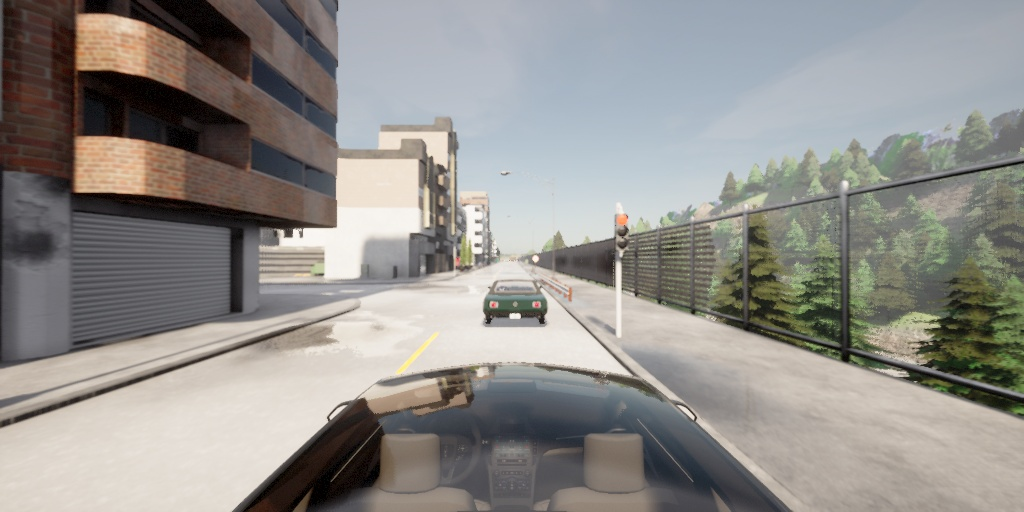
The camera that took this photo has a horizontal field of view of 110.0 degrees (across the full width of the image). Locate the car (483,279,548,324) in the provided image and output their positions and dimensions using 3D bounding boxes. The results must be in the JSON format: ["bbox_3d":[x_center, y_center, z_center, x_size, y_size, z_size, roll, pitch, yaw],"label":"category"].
[{"bbox_3d":[0.102,1.430,12.379,1.895,1.301,4.718,0,0,0],"label":"car"}]
